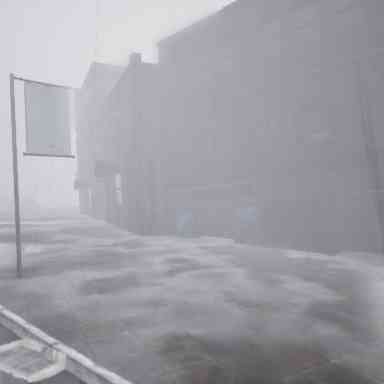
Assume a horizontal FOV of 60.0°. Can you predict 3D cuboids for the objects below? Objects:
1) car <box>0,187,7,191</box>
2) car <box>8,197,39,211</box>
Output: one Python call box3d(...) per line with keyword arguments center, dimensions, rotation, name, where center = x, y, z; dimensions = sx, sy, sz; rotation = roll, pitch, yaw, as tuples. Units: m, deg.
box3d(center=(-47.450, -0.646, 79.377), dimensions=(2.231, 1.521, 4.892), rotation=(-4, -3, 5), name="car")
box3d(center=(-26.850, 1.893, 53.118), dimensions=(2.150, 2.045, 5.566), rotation=(-4, -1, 6), name="car")
